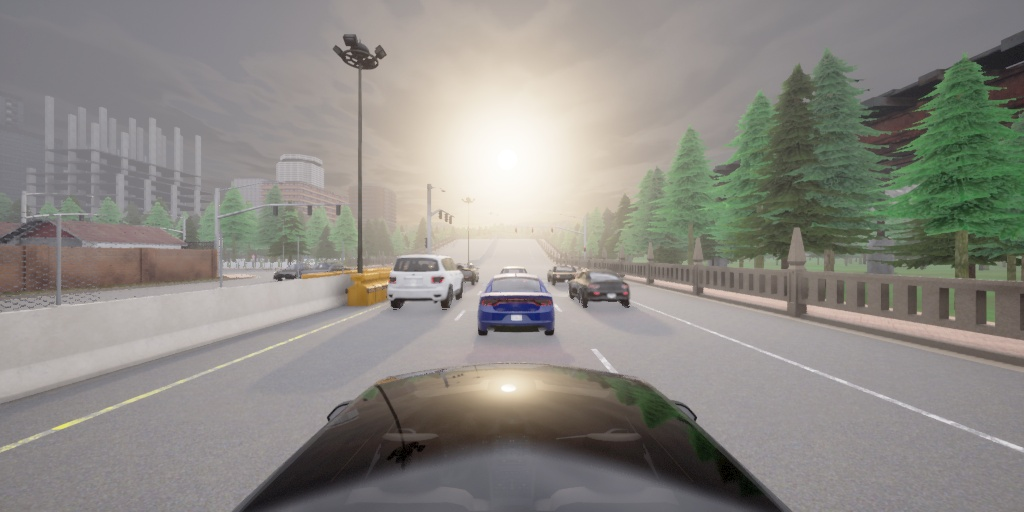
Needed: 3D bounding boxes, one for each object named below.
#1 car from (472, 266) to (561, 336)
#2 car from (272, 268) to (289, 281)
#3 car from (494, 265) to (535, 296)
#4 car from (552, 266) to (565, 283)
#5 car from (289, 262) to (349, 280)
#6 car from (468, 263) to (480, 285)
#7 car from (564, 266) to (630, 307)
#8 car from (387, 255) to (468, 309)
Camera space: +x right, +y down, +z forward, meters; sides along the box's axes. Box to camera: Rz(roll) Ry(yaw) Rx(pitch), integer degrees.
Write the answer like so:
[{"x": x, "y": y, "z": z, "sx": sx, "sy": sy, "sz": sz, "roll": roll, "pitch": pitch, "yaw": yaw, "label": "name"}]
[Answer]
[{"x": 0.101, "y": 1.228, "z": 10.476, "sx": 1.882, "sy": 1.535, "sz": 5.008, "roll": 0, "pitch": 0, "yaw": 0, "label": "car"}, {"x": -17.500, "y": 1.353, "z": 29.871, "sx": 2.033, "sy": 1.411, "sz": 5.357, "roll": 0, "pitch": 0, "yaw": -3, "label": "car"}, {"x": 0.109, "y": 1.297, "z": 20.547, "sx": 2.033, "sy": 1.411, "sz": 5.357, "roll": 0, "pitch": 0, "yaw": 0, "label": "car"}, {"x": 3.612, "y": 1.351, "z": 25.705, "sx": 1.895, "sy": 1.301, "sz": 4.718, "roll": 0, "pitch": 0, "yaw": 0, "label": "car"}, {"x": -14.019, "y": 1.242, "z": 27.009, "sx": 2.128, "sy": 1.511, "sz": 4.902, "roll": 0, "pitch": 0, "yaw": 1, "label": "car"}, {"x": -3.429, "y": 1.241, "z": 25.720, "sx": 2.128, "sy": 1.511, "sz": 4.902, "roll": 0, "pitch": 0, "yaw": -1, "label": "car"}, {"x": 3.602, "y": 1.276, "z": 15.287, "sx": 1.812, "sy": 1.442, "sz": 4.674, "roll": 0, "pitch": 0, "yaw": 0, "label": "car"}, {"x": -3.394, "y": 0.973, "z": 15.016, "sx": 2.150, "sy": 2.045, "sz": 5.566, "roll": 0, "pitch": 0, "yaw": 0, "label": "car"}]
